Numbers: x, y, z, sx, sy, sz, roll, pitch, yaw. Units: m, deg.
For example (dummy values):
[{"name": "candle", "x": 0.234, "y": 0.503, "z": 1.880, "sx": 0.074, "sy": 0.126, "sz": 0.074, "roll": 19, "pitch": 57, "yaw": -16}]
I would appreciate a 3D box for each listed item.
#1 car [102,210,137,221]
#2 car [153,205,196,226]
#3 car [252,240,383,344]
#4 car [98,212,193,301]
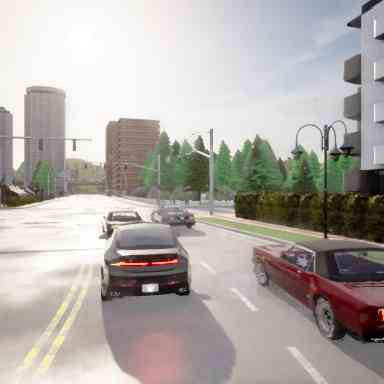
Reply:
[{"name": "car", "x": -3.637, "y": 1.601, "z": 17.259, "sx": 1.895, "sy": 1.301, "sz": 4.718, "roll": 0, "pitch": 0, "yaw": -18}, {"name": "car", "x": -1.337, "y": 1.547, "z": 21.419, "sx": 2.033, "sy": 1.411, "sz": 5.357, "roll": 0, "pitch": 0, "yaw": -18}, {"name": "car", "x": 2.735, "y": 1.601, "z": 6.558, "sx": 1.895, "sy": 1.301, "sz": 4.718, "roll": 0, "pitch": 0, "yaw": -8}, {"name": "car", "x": -1.272, "y": 1.505, "z": 8.443, "sx": 1.837, "sy": 1.490, "sz": 4.892, "roll": 0, "pitch": 0, "yaw": -12}]
